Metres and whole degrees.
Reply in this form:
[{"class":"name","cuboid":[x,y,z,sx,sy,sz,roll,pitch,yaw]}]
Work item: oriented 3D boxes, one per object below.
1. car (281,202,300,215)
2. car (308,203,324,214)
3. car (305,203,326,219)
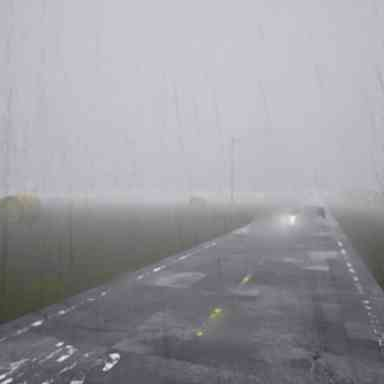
[{"class":"car","cuboid":[11.999,1.961,40.288,2.128,1.511,4.902,0,-1,21]},{"class":"car","cuboid":[16.466,2.132,44.256,1.895,1.301,4.718,0,-1,21]},{"class":"car","cuboid":[12.755,1.901,34.440,1.882,1.535,5.008,0,-1,21]}]
